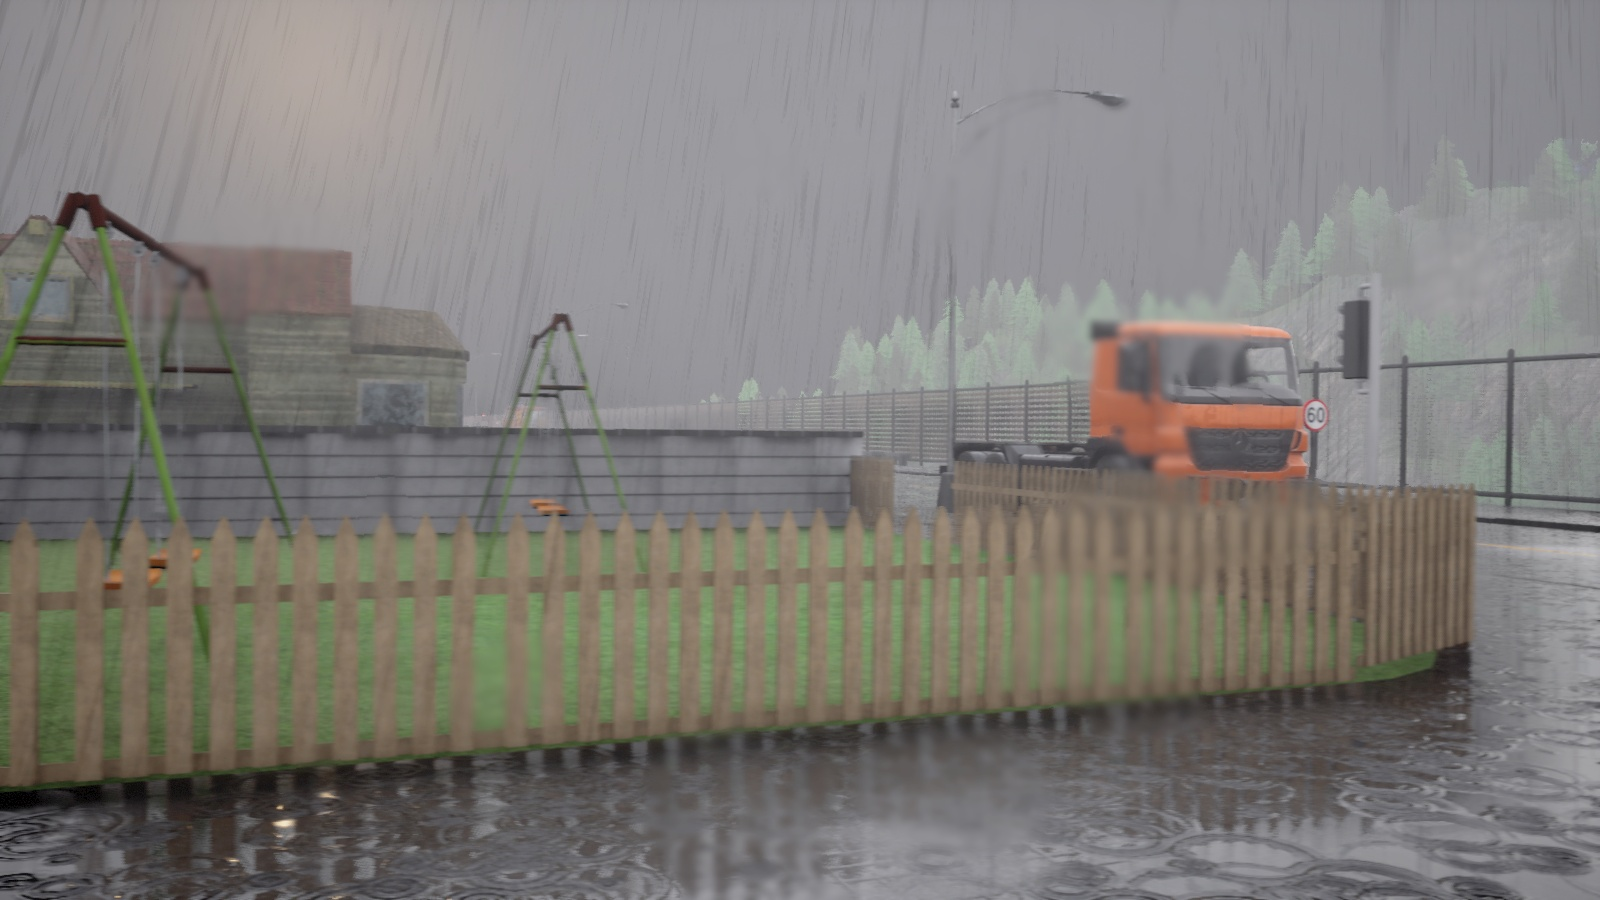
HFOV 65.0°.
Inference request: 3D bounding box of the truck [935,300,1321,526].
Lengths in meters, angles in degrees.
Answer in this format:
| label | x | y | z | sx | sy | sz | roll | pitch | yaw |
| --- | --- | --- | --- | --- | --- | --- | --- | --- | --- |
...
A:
| label | x | y | z | sx | sy | sz | roll | pitch | yaw |
| --- | --- | --- | --- | --- | --- | --- | --- | --- | --- |
| truck | 5.639 | -0.627 | 23.458 | 2.891 | 3.462 | 7.936 | -1 | 1 | -21 |
